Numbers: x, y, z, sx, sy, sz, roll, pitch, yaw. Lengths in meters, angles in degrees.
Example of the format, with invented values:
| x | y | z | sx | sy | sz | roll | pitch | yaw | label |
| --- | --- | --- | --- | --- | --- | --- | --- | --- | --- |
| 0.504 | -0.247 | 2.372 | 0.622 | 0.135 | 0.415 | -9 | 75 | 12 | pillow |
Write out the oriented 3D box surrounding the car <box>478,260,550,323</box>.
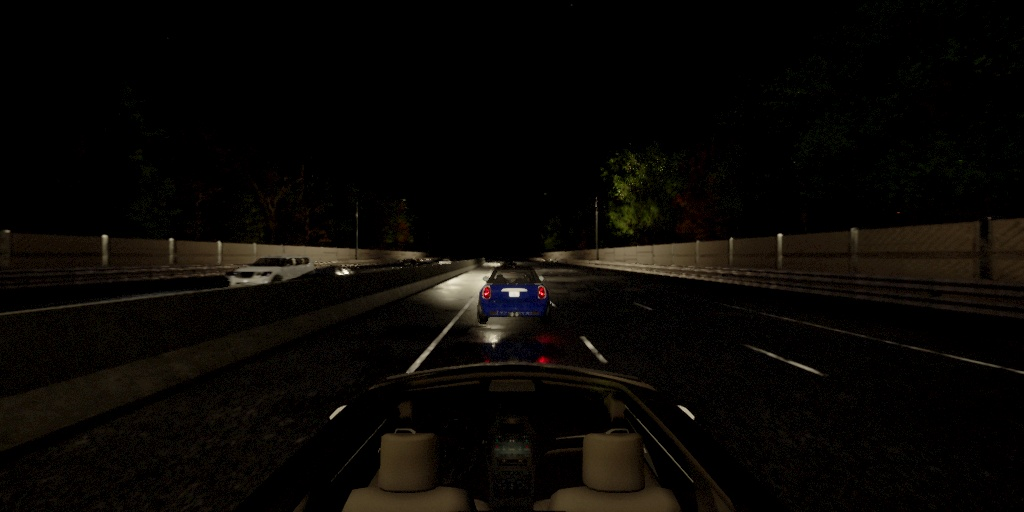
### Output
| x | y | z | sx | sy | sz | roll | pitch | yaw | label |
| --- | --- | --- | --- | --- | --- | --- | --- | --- | --- |
| 0.052 | 1.104 | 12.250 | 2.097 | 1.767 | 4.553 | 0 | 0 | 0 | car |

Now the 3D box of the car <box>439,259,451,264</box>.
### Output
| x | y | z | sx | sy | sz | roll | pitch | yaw | label |
| --- | --- | --- | --- | --- | --- | --- | --- | --- | --- |
| -11.626 | 1.282 | 63.056 | 1.812 | 1.442 | 4.674 | 0 | 0 | -1 | car |

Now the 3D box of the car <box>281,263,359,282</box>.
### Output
| x | y | z | sx | sy | sz | roll | pitch | yaw | label |
| --- | --- | --- | --- | --- | --- | --- | --- | --- | --- |
| -10.722 | 1.302 | 21.053 | 2.033 | 1.411 | 5.357 | 0 | 0 | -1 | car |

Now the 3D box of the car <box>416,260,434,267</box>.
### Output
| x | y | z | sx | sy | sz | roll | pitch | yaw | label |
| --- | --- | --- | --- | --- | --- | --- | --- | --- | --- |
| -15.139 | 1.357 | 63.640 | 1.895 | 1.301 | 4.718 | 0 | 0 | -2 | car |

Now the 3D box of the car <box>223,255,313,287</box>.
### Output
| x | y | z | sx | sy | sz | roll | pitch | yaw | label |
| --- | --- | --- | --- | --- | --- | --- | --- | --- | --- |
| -14.234 | 0.976 | 21.866 | 2.150 | 2.045 | 5.566 | 0 | 0 | -1 | car |

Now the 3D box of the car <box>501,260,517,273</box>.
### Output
| x | y | z | sx | sy | sz | roll | pitch | yaw | label |
| --- | --- | --- | --- | --- | --- | --- | --- | --- | --- |
| -0.446 | 1.263 | 44.351 | 1.837 | 1.490 | 4.892 | 0 | 0 | -1 | car |
